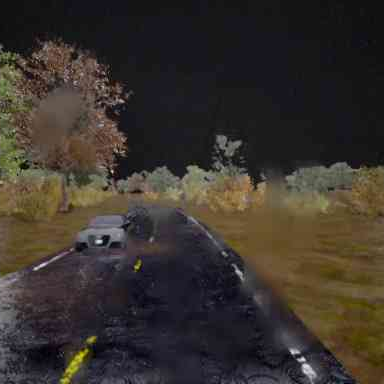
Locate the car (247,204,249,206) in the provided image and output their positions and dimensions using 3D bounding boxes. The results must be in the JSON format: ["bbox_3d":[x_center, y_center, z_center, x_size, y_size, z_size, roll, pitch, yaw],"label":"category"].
[{"bbox_3d":[9.577,1.767,56.824,5.357,1.411,2.033,0,0,-29],"label":"car"}]

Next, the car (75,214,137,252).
[{"bbox_3d":[-3.524,1.637,14.220,1.994,1.385,4.181,0,0,-3],"label":"car"}]
